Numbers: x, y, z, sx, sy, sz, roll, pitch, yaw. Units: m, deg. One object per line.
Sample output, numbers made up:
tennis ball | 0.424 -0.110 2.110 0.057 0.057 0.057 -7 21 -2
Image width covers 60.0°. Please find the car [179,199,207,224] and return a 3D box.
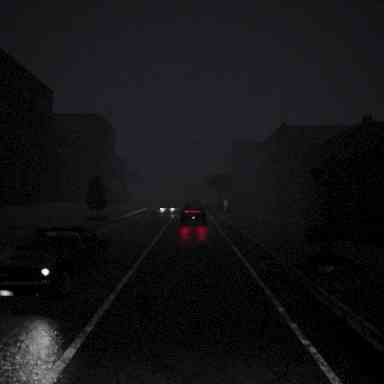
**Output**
car | 0.094 1.557 25.192 2.128 1.511 4.902 0 0 0

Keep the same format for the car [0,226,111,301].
car | -3.544 1.617 8.510 1.895 1.301 4.718 0 0 0

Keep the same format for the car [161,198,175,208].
car | -3.619 1.619 49.829 1.812 1.442 4.674 0 0 0

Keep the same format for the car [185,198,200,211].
car | 0.072 1.615 42.901 1.837 1.490 4.892 0 0 0
